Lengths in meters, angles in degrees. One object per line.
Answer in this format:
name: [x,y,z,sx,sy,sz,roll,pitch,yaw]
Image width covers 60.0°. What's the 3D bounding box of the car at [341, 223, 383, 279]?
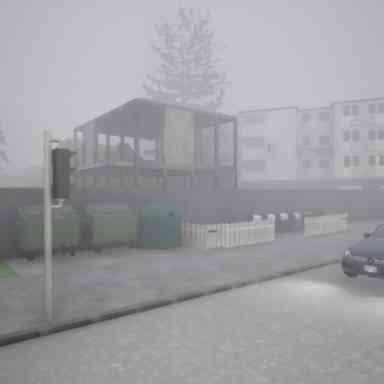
car: [6.009,1.537,9.213,4.674,1.442,1.812,0,0,-38]
